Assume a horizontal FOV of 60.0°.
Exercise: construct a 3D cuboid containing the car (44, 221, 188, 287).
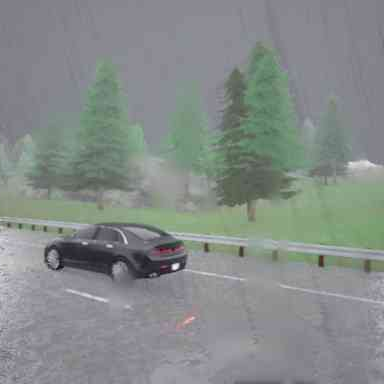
[{"bbox_3d":[-2.405,1.639,9.820,4.892,1.490,1.837,0,-1,35],"label":"car"}]
